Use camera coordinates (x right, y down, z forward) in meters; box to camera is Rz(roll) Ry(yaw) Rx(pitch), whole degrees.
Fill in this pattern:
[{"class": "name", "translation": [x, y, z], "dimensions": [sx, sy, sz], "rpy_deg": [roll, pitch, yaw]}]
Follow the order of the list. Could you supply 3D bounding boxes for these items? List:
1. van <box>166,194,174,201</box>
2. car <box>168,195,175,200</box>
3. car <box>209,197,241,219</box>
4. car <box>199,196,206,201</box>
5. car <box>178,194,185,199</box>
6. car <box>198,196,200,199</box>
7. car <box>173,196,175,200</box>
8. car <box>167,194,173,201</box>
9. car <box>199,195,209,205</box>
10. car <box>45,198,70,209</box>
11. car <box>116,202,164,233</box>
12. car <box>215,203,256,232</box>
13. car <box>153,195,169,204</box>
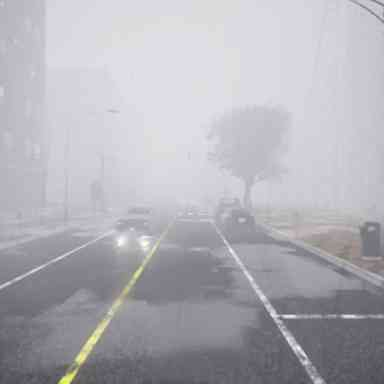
[{"class": "van", "translation": [-5.651, 1.357, 85.636], "dimensions": [1.690, 1.788, 3.998], "rpy_deg": [0, 0, 0]}, {"class": "car", "translation": [-5.649, 1.604, 91.167], "dimensions": [1.802, 1.307, 4.206], "rpy_deg": [0, 0, 0]}, {"class": "car", "translation": [2.704, 1.305, 25.580], "dimensions": [2.192, 1.841, 5.009], "rpy_deg": [0, 0, 0]}, {"class": "car", "translation": [2.729, 1.598, 85.631], "dimensions": [1.802, 1.307, 4.206], "rpy_deg": [0, 0, 0]}, {"class": "car", "translation": [-2.959, 1.390, 93.489], "dimensions": [1.837, 1.490, 4.892], "rpy_deg": [0, 0, 0]}, {"class": "car", "translation": [2.721, 1.526, 69.203], "dimensions": [1.752, 1.417, 4.829], "rpy_deg": [0, 0, 0]}, {"class": "car", "translation": [-5.654, 1.451, 80.103], "dimensions": [1.967, 1.590, 4.097], "rpy_deg": [0, 0, 0]}, {"class": "car", "translation": [-5.659, 1.551, 69.037], "dimensions": [2.008, 1.369, 4.403], "rpy_deg": [0, 0, 0]}, {"class": "car", "translation": [2.717, 1.538, 57.968], "dimensions": [1.887, 1.381, 4.507], "rpy_deg": [0, 0, 0]}, {"class": "car", "translation": [-16.408, 1.328, 38.570], "dimensions": [4.403, 1.369, 2.008], "rpy_deg": [1, -1, -1]}, {"class": "car", "translation": [-3.075, 1.539, 19.829], "dimensions": [2.033, 1.411, 5.357], "rpy_deg": [0, 0, 0]}, {"class": "car", "translation": [2.702, 1.557, 20.057], "dimensions": [1.947, 1.339, 4.313], "rpy_deg": [0, 0, 0]}, {"class": "car", "translation": [-5.663, 1.544, 57.971], "dimensions": [2.008, 1.369, 4.403], "rpy_deg": [0, 0, 0]}]
